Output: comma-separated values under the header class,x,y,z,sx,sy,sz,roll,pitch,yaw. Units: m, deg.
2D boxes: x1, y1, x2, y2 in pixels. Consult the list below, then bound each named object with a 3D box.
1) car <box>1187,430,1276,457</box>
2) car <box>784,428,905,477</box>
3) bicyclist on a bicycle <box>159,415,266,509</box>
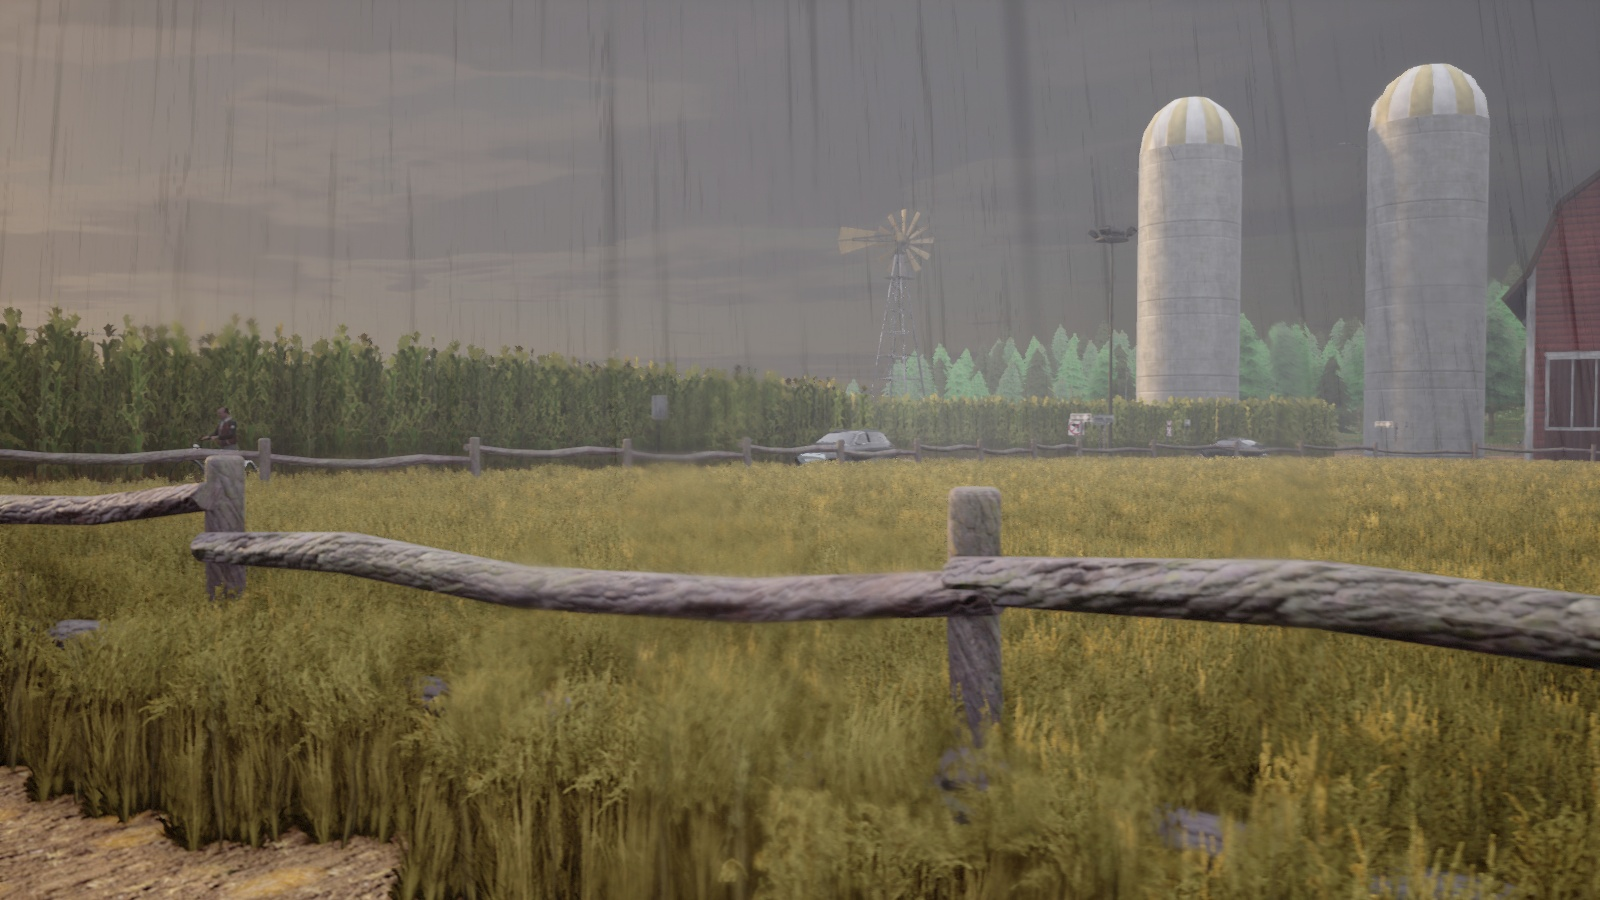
class,x,y,z,sx,sy,sz,roll,pitch,yaw
car,23.474,-0.374,68.485,1.812,1.442,4.674,-1,1,-26
car,1.664,0.041,44.622,2.033,1.649,4.856,0,1,34
bicyclist on a bicycle,-11.604,0.227,24.868,0.659,1.776,1.843,0,0,34
